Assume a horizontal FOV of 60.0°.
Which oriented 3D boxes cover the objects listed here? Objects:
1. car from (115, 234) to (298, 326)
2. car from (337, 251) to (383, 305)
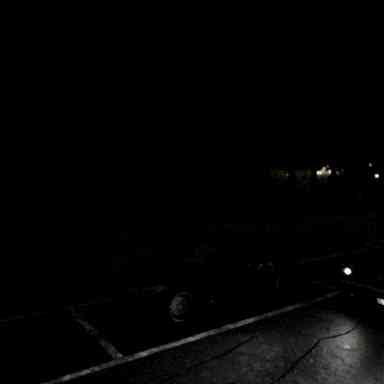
[{"bbox_3d":[0.496,1.583,7.014,4.206,1.307,1.802,0,0,-35],"label":"car"},{"bbox_3d":[5.150,1.601,7.045,4.718,1.301,1.895,0,0,-35],"label":"car"}]
